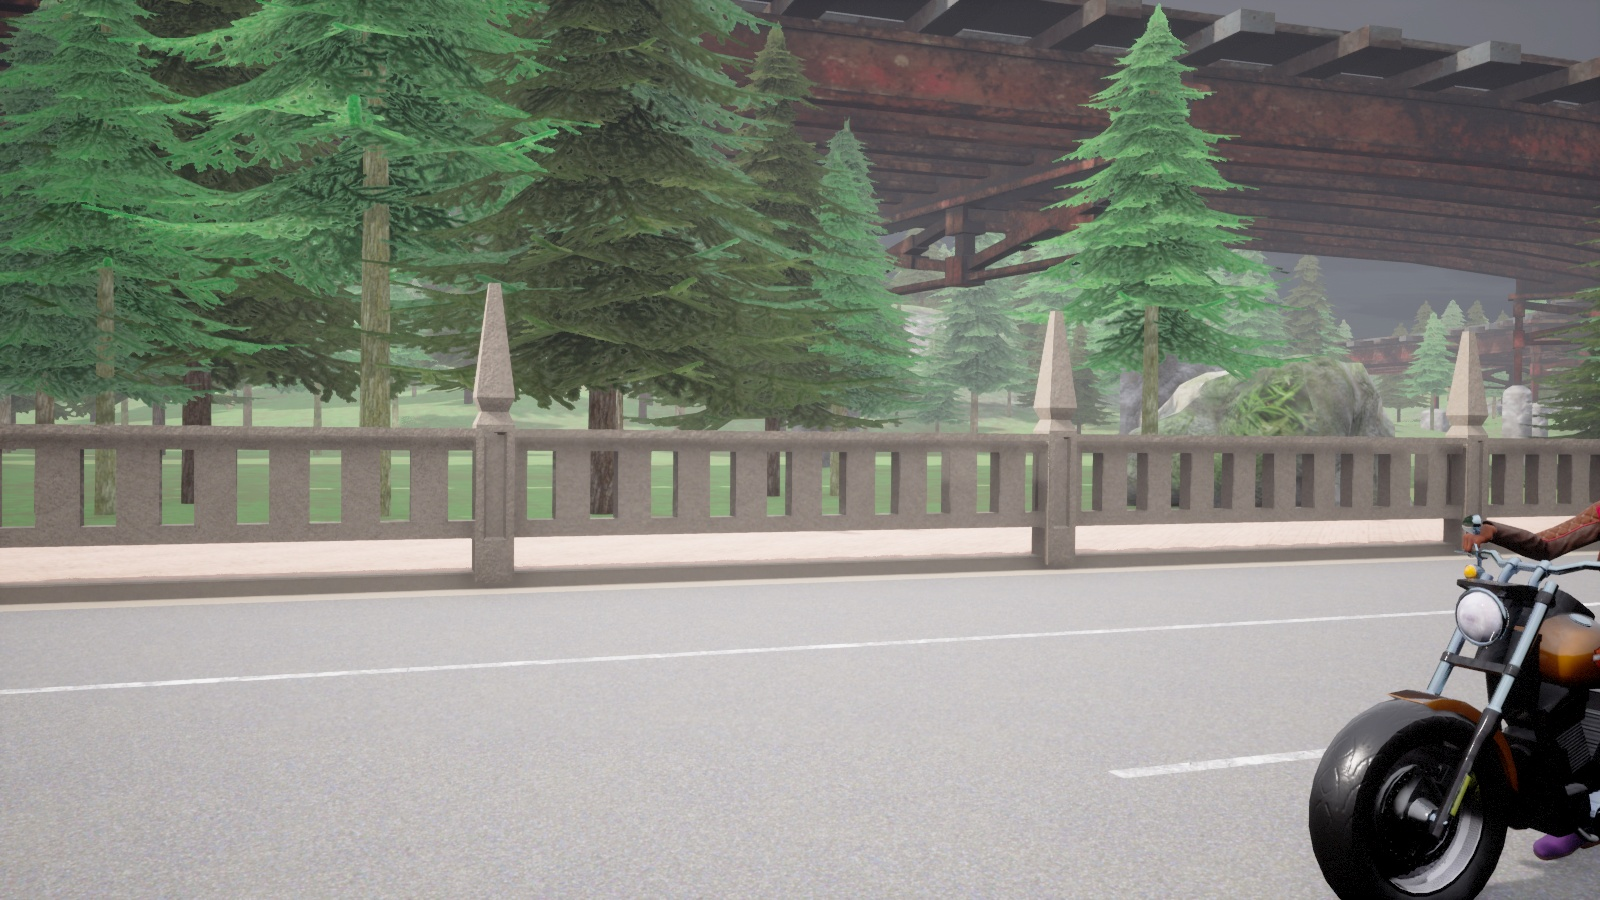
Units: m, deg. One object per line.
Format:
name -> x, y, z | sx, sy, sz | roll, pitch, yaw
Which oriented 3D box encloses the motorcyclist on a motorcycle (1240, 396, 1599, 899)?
motorcyclist on a motorcycle -> 2.716, 0.650, 4.271 | 2.350, 1.649, 0.766 | -1, 1, -21
